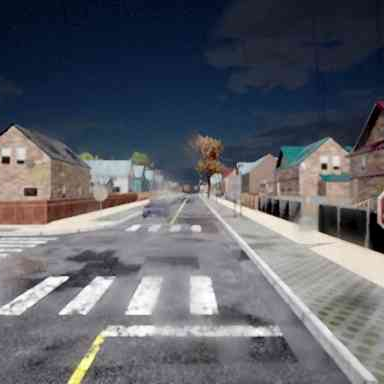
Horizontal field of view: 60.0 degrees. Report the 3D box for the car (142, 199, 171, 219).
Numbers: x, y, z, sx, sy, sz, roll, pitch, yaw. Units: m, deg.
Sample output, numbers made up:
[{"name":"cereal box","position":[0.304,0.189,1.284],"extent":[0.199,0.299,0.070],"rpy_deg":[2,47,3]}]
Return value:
[{"name":"car","position":[-2.673,1.257,26.078],"extent":[2.033,1.411,5.357],"rpy_deg":[0,1,0]}]
